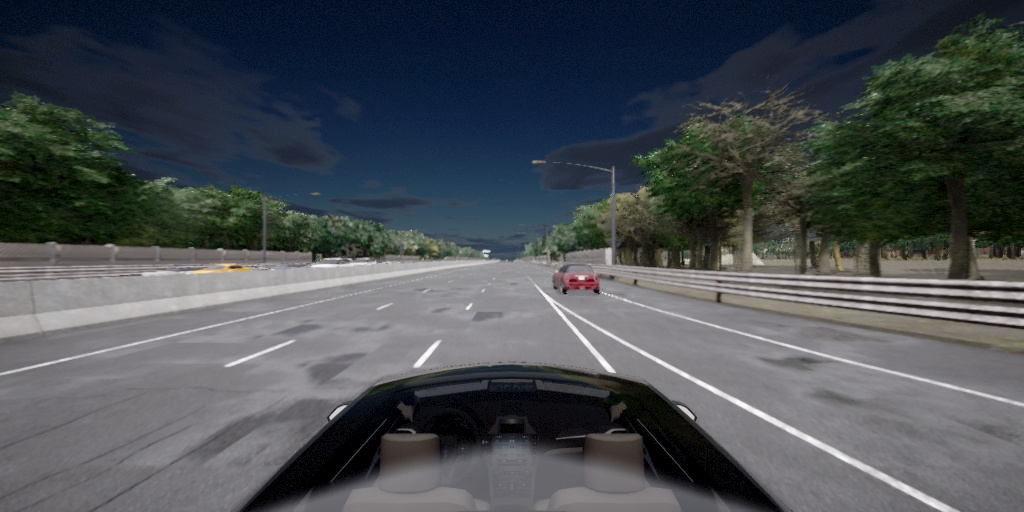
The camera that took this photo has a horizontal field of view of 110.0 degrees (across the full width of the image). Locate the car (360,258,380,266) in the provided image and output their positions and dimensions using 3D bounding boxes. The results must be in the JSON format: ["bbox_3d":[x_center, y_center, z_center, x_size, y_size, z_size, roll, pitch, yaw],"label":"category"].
[{"bbox_3d":[-21.038,1.291,50.955,2.150,2.045,5.566,0,0,0],"label":"car"}]

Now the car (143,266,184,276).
[{"bbox_3d":[-28.092,1.537,30.230,1.895,1.301,4.718,0,0,0],"label":"car"}]

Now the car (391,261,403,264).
[{"bbox_3d":[-17.513,1.624,55.046,1.812,1.442,4.674,0,-1,0],"label":"car"}]

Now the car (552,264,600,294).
[{"bbox_3d":[3.678,1.230,21.280,2.097,1.767,4.553,0,0,-1],"label":"car"}]

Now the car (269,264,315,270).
[{"bbox_3d":[-21.083,1.504,33.426,2.033,1.411,5.357,0,0,0],"label":"car"}]

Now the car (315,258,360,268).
[{"bbox_3d":[-17.575,1.194,35.409,2.150,2.045,5.566,0,-1,0],"label":"car"}]

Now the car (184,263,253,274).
[{"bbox_3d":[-24.591,1.416,30.651,1.882,1.535,5.008,0,0,0],"label":"car"}]
